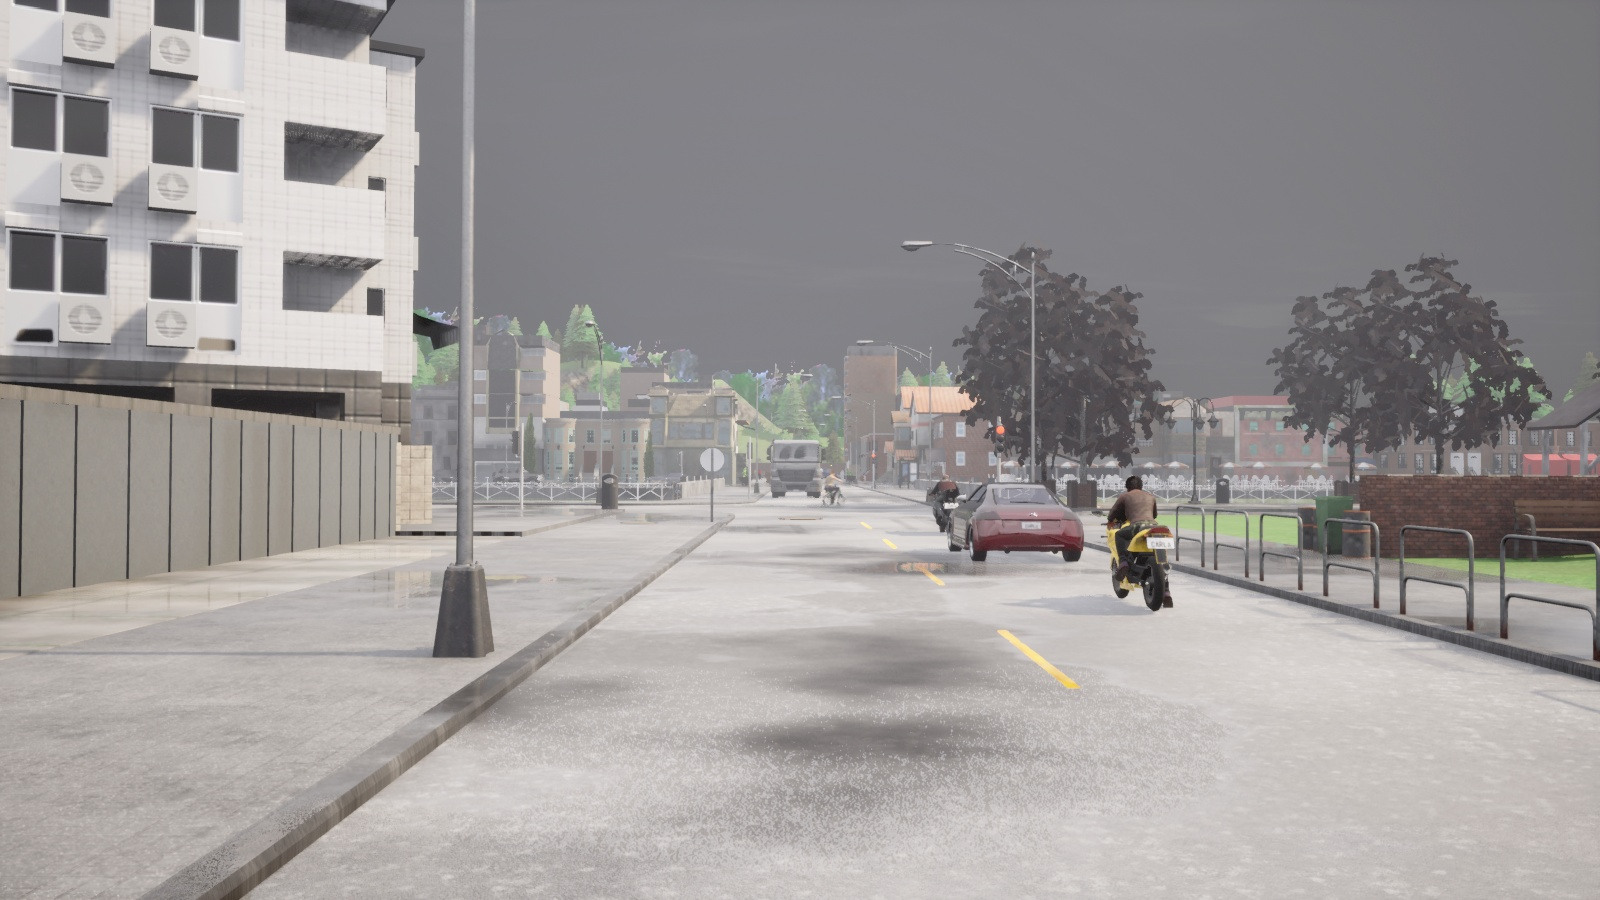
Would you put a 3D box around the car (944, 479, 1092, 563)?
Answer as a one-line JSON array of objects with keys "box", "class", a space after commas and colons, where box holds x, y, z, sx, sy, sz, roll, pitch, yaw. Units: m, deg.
[{"box": [3.933, 1.254, 23.348, 1.994, 1.385, 4.181, 0, -1, 0], "class": "car"}]

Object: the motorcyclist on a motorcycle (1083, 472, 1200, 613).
[{"box": [3.957, 1.028, 14.727, 0.797, 1.523, 2.044, 0, -1, 0], "class": "motorcyclist on a motorcycle"}]

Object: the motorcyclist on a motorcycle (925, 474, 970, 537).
[{"box": [3.677, 1.362, 31.448, 0.866, 1.530, 2.191, 0, -1, 0], "class": "motorcyclist on a motorcycle"}]

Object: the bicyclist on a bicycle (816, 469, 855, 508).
[{"box": [1.528, 1.640, 53.439, 0.866, 1.612, 1.509, -4, -3, 39], "class": "bicyclist on a bicycle"}]

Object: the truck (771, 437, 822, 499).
[{"box": [-0.218, 1.085, 74.708, 2.891, 3.462, 7.936, 0, -1, 0], "class": "truck"}]
